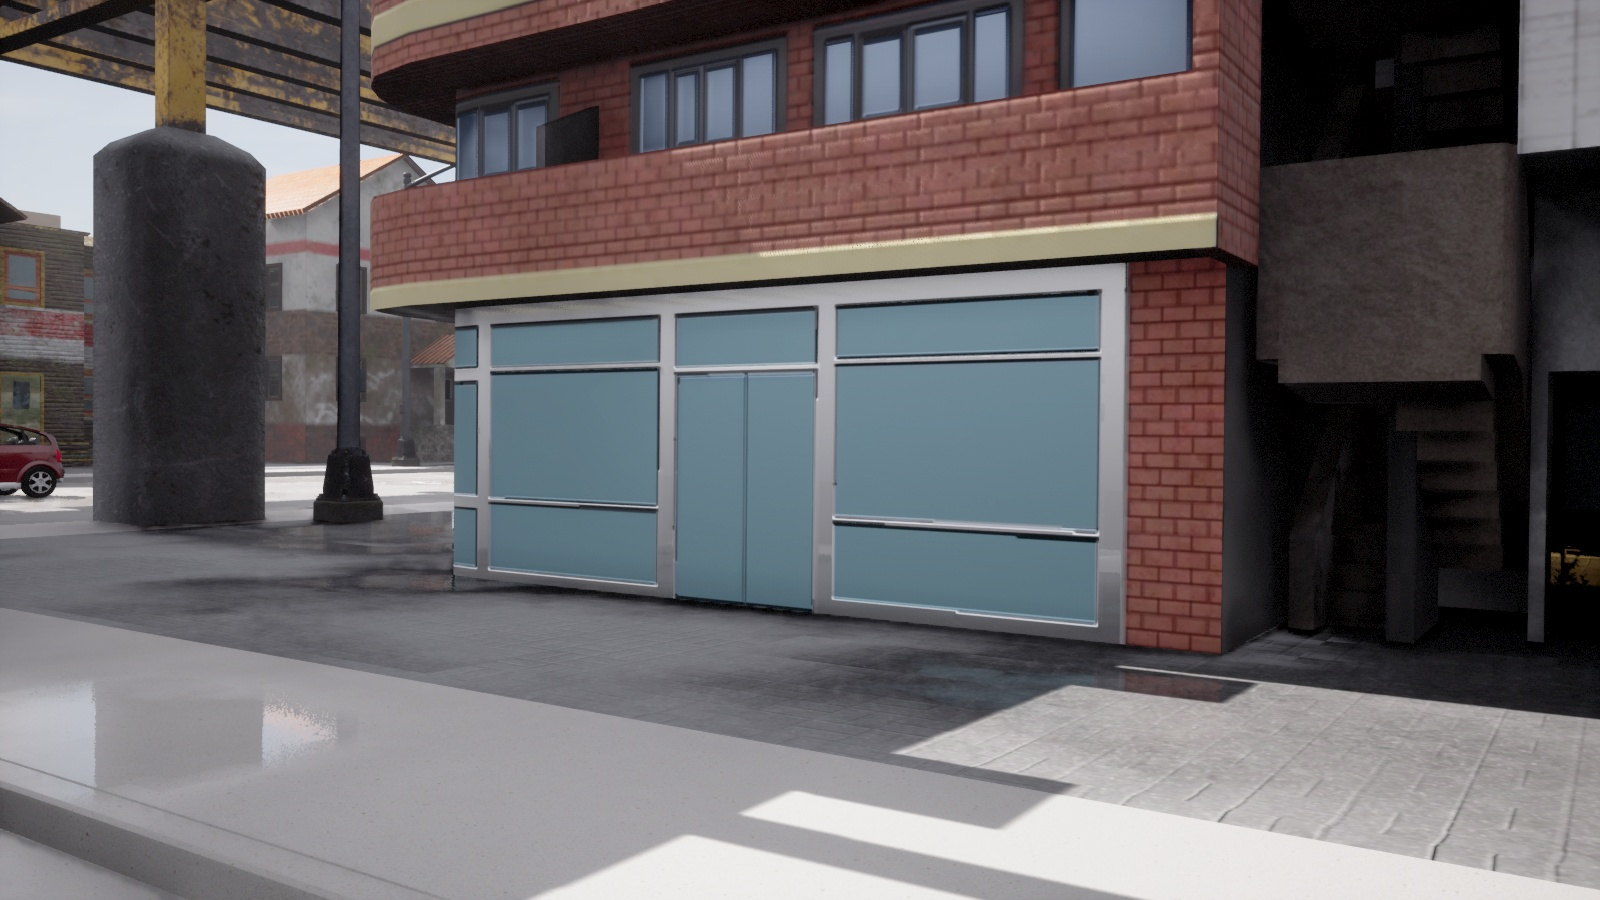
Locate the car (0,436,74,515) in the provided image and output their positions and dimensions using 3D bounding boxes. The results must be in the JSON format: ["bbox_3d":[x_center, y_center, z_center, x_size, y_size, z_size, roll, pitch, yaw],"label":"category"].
[{"bbox_3d":[-16.831,0.521,24.977,1.789,1.549,3.705,0,1,33],"label":"car"}]
